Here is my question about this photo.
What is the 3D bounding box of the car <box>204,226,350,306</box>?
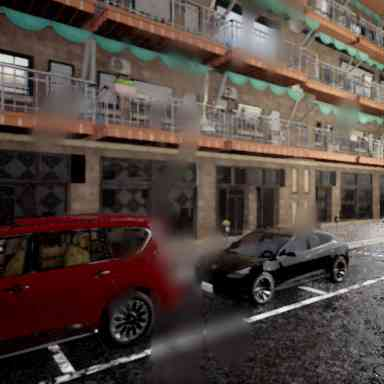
[{"bbox_3d":[2.089,1.557,8.045,4.313,1.339,1.947,0,0,-36],"label":"car"}]

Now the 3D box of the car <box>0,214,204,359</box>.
[{"bbox_3d":[-2.519,1.314,4.755,5.009,1.841,2.192,0,0,-36],"label":"car"}]
